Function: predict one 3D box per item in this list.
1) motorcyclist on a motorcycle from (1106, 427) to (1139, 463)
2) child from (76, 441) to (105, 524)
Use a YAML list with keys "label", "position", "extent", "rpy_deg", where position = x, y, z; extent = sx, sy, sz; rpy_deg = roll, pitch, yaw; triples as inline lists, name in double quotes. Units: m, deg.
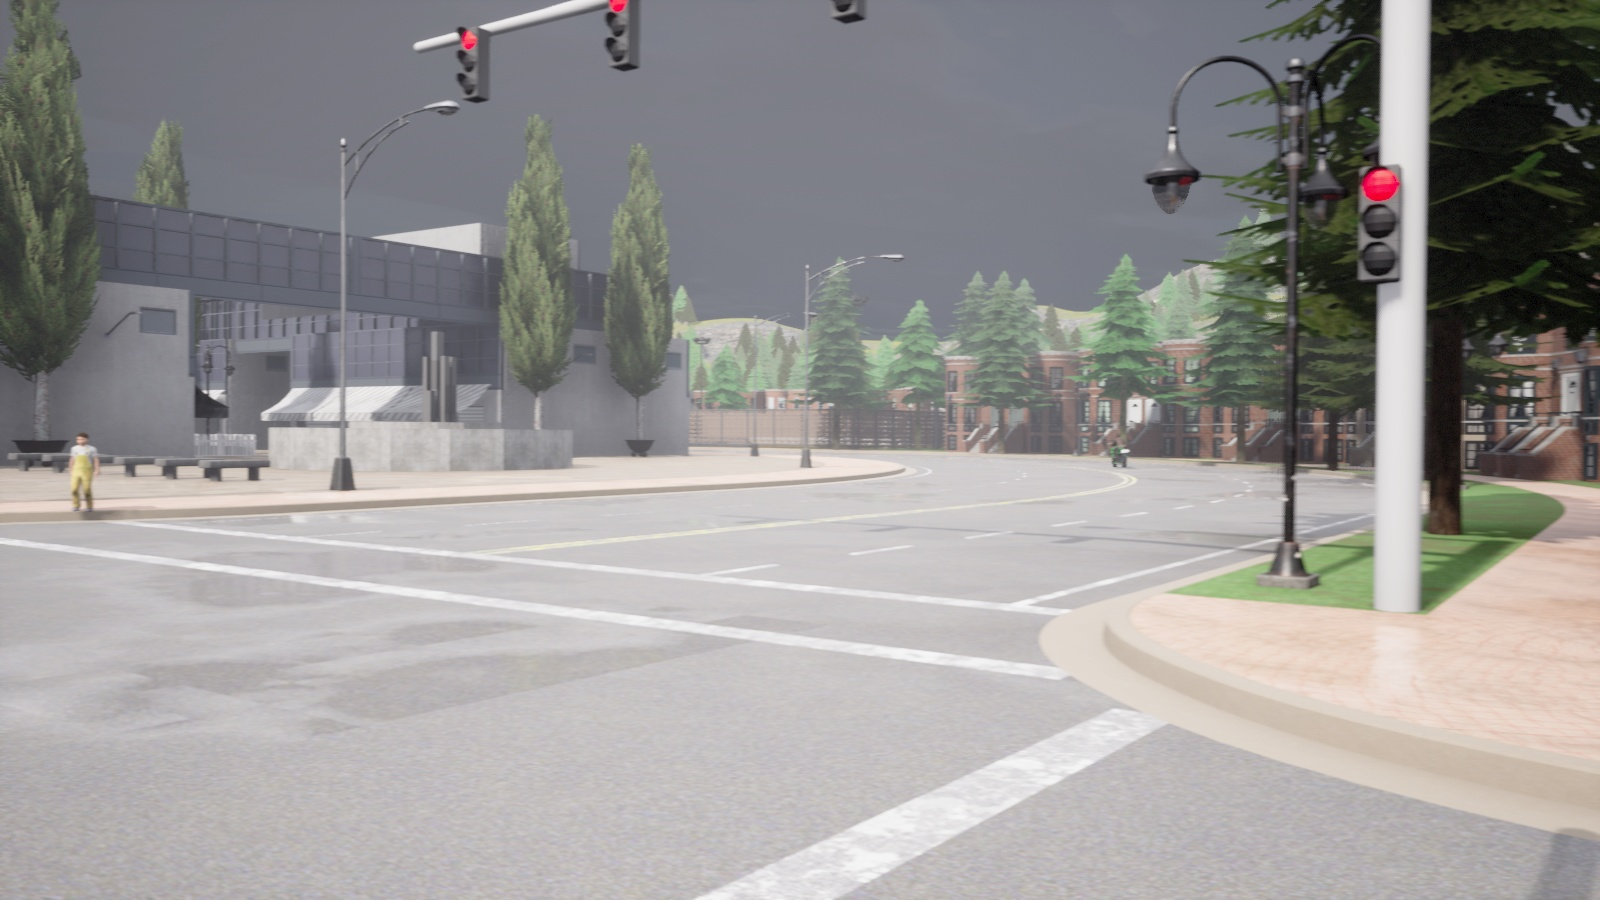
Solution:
- label: "motorcyclist on a motorcycle"
  position: [14.000, -0.215, 54.554]
  extent: [0.797, 1.523, 2.044]
  rpy_deg: [-1, 1, -2]
- label: "child"
  position: [-10.997, 0.493, 19.468]
  extent: [0.270, 1.263, 0.437]
  rpy_deg: [-1, 1, -14]
